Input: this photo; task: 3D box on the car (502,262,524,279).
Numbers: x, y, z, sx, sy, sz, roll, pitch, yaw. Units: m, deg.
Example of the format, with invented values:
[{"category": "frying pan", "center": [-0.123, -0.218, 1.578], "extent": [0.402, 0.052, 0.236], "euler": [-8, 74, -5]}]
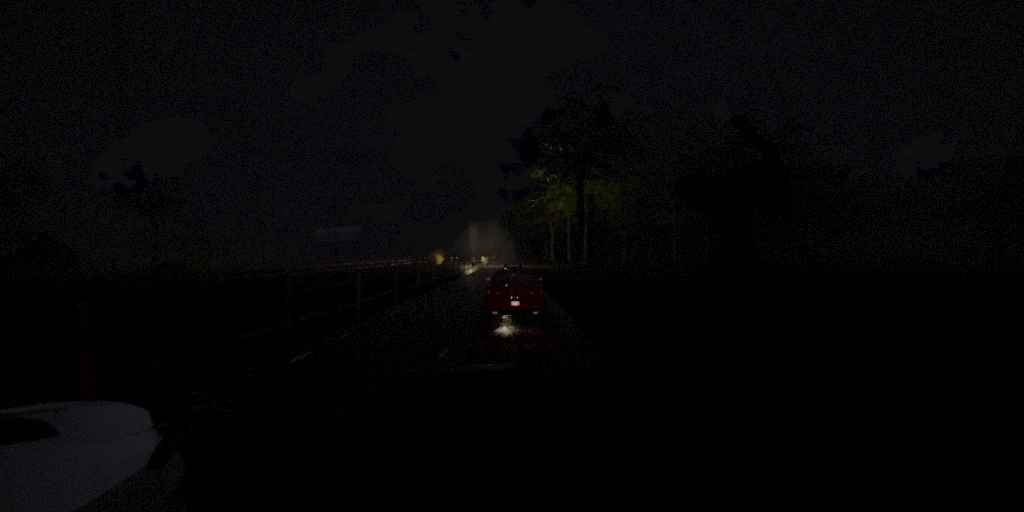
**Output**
[{"category": "car", "center": [0.096, 1.277, 32.375], "extent": [1.895, 1.301, 4.718], "euler": [0, 0, 0]}]

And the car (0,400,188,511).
[{"category": "car", "center": [-2.752, 1.285, 0.132], "extent": [1.812, 1.442, 4.674], "euler": [0, 0, 0]}]

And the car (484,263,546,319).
[{"category": "car", "center": [0.096, 1.188, 12.661], "extent": [1.882, 1.535, 5.008], "euler": [0, 0, 0]}]
